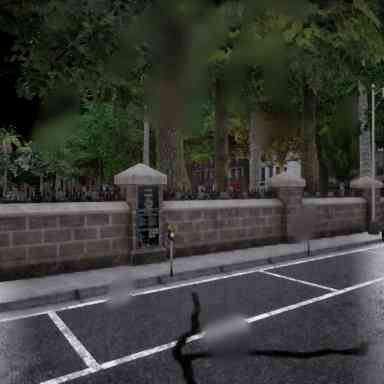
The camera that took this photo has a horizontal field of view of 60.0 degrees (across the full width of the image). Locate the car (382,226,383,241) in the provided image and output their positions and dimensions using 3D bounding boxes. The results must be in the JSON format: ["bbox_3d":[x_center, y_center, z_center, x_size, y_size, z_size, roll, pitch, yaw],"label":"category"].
[{"bbox_3d":[9.742,1.310,13.489,5.009,1.841,2.192,0,0,-36],"label":"car"}]
